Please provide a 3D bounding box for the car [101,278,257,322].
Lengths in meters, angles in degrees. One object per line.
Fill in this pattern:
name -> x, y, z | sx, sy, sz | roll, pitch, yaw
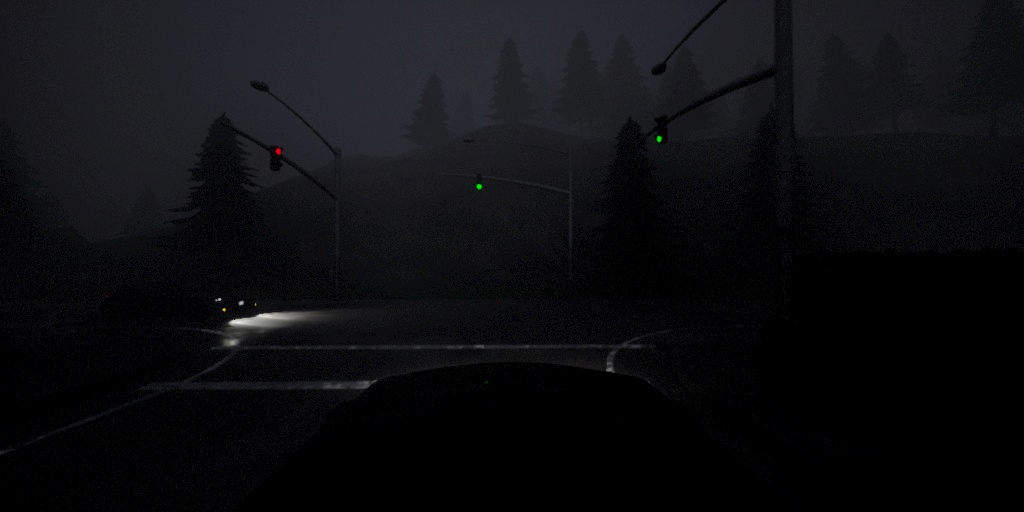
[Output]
car -> -11.391, 1.455, 12.452 | 4.181, 1.385, 1.994 | 0, -1, 0
